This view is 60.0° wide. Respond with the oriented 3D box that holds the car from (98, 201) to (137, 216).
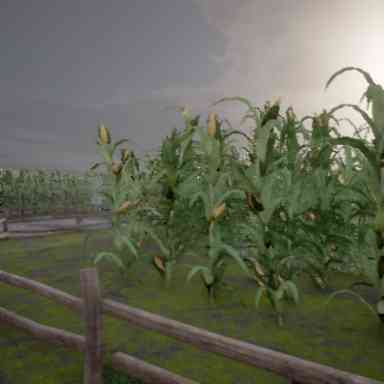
[{"bbox_3d":[-5.558,1.408,28.010,1.895,1.301,4.718,1,1,36],"label":"car"}]
